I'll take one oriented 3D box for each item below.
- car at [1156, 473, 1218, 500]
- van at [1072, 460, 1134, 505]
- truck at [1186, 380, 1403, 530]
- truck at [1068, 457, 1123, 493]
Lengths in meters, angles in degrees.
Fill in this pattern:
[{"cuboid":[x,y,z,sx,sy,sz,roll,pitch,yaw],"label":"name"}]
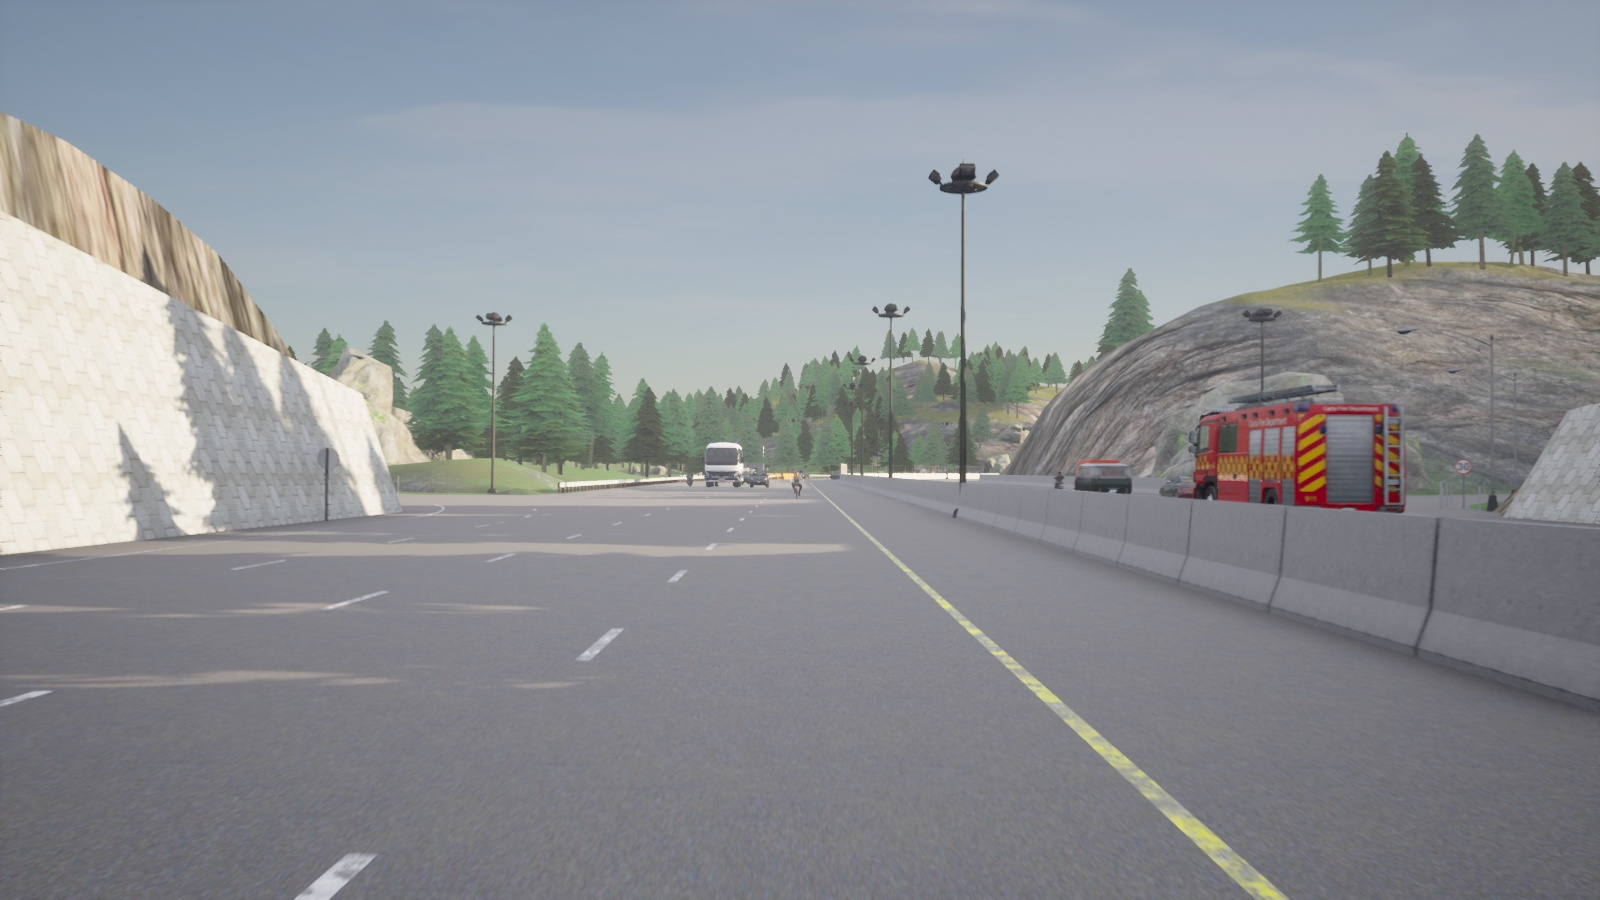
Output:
[{"cuboid":[20.836,1.930,67.763,1.994,1.385,4.181,0,-1,0],"label":"car"},{"cuboid":[13.859,1.478,57.713,1.775,1.987,4.442,0,-1,0],"label":"van"},{"cuboid":[13.907,0.202,36.268,2.891,3.827,8.468,0,-1,0],"label":"truck"},{"cuboid":[20.784,1.729,88.460,2.627,2.467,5.204,0,-1,0],"label":"truck"}]
